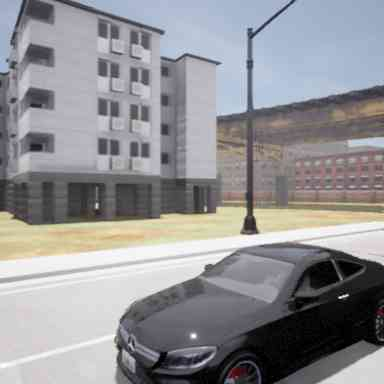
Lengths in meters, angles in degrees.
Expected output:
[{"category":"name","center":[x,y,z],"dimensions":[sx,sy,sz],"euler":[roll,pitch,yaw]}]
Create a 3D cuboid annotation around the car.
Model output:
[{"category":"car","center":[1.236,1.527,4.844],"dimensions":[4.674,1.442,1.812],"euler":[0,0,-35]}]
